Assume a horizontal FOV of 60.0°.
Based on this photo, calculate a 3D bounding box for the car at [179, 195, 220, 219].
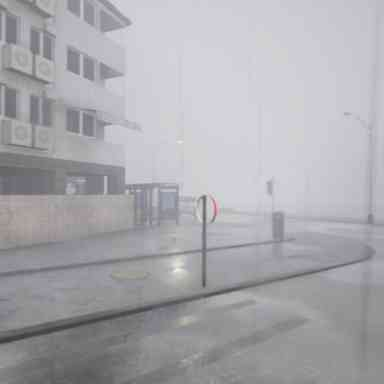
[{"bbox_3d":[0.291,1.340,31.409,2.150,2.045,5.566,0,0,-35],"label":"car"}]

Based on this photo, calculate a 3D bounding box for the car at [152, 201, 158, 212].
[{"bbox_3d":[-5.397,1.644,39.396,1.812,1.442,4.674,0,0,-35],"label":"car"}]
